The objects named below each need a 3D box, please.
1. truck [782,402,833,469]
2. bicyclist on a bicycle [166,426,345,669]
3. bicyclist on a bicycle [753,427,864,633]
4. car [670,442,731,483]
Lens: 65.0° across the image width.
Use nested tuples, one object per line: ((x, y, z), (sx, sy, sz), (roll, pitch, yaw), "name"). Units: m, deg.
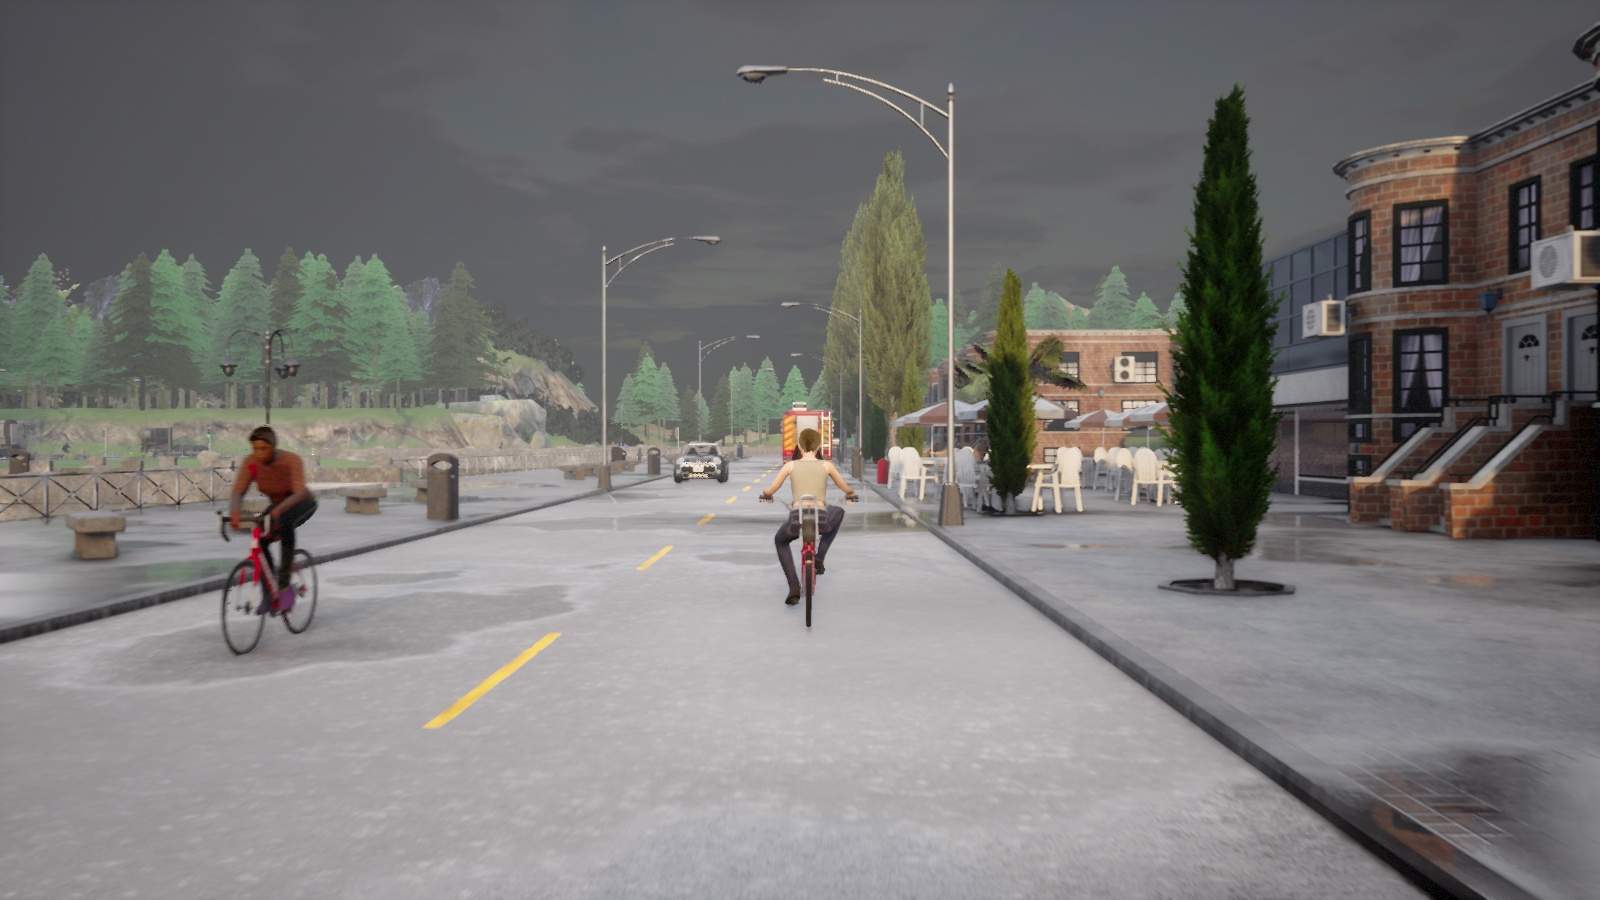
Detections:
((0.433, -0.842, 75.237), (2.891, 3.827, 8.468), (0, 0, 0), "truck")
((-3.933, 0.644, 9.213), (0.582, 1.620, 1.656), (0, 1, 0), "bicyclist on a bicycle")
((0.074, 0.623, 10.581), (0.866, 1.612, 1.509), (0, 0, 0), "bicyclist on a bicycle")
((-3.720, 0.441, 47.581), (1.970, 1.475, 3.806), (0, 0, 0), "car")
